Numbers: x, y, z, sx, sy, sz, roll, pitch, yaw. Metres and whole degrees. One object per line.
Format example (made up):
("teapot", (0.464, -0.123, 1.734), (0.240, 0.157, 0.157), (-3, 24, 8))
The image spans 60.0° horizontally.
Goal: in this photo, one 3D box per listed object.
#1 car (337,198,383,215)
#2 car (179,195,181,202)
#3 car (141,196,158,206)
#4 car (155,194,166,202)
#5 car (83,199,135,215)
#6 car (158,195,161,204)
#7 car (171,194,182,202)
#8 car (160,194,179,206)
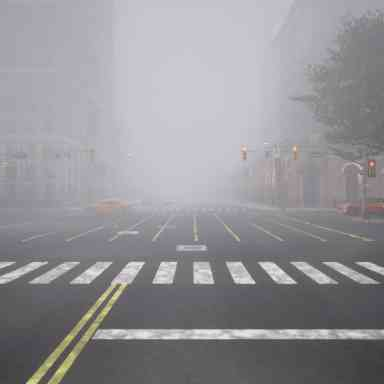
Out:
("car", (16.932, 1.352, 33.037), (4.553, 1.767, 2.097), (0, 0, 2))
("car", (-3.619, 1.601, 65.098), (1.895, 1.301, 4.718), (0, 0, 1))
("car", (-7.183, 1.505, 55.182), (1.837, 1.490, 4.892), (0, 0, 0))
("car", (-6.995, 1.355, 74.800), (2.097, 1.767, 4.553), (0, 0, 0))
("car", (-8.202, 1.477, 32.991), (5.008, 1.535, 1.882), (0, 0, 0))
("car", (-7.130, 1.478, 64.526), (1.882, 1.535, 5.008), (0, 0, 1))
("car", (-3.493, 1.355, 75.053), (2.097, 1.767, 4.553), (0, 0, 0))
("car", (-3.683, 1.478, 55.423), (1.882, 1.535, 5.008), (0, 0, 0))
